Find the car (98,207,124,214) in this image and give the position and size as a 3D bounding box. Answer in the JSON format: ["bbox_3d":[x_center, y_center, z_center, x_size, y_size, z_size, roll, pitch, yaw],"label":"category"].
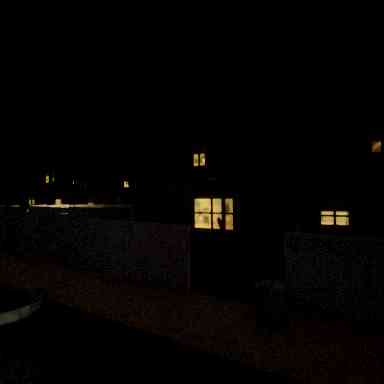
[{"bbox_3d":[-7.000,2.124,31.077,1.994,1.385,4.181,-1,-2,35],"label":"car"}]
